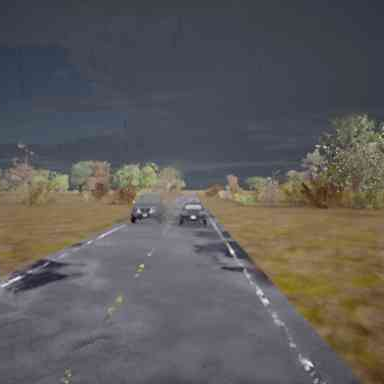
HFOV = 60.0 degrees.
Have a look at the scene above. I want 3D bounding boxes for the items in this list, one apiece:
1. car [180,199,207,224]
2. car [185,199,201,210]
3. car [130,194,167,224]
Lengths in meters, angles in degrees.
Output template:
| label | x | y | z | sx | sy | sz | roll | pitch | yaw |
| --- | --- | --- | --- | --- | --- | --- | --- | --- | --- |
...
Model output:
| label | x | y | z | sx | sy | sz | roll | pitch | yaw |
| --- | --- | --- | --- | --- | --- | --- | --- | --- | --- |
| car | 0.086 | 1.482 | 24.213 | 1.812 | 1.442 | 4.674 | 0 | 0 | 0 |
| car | 0.077 | 1.525 | 42.117 | 1.895 | 1.301 | 4.718 | 0 | 0 | 0 |
| car | -3.113 | 1.176 | 24.766 | 2.150 | 2.045 | 5.566 | 0 | 0 | 0 |
